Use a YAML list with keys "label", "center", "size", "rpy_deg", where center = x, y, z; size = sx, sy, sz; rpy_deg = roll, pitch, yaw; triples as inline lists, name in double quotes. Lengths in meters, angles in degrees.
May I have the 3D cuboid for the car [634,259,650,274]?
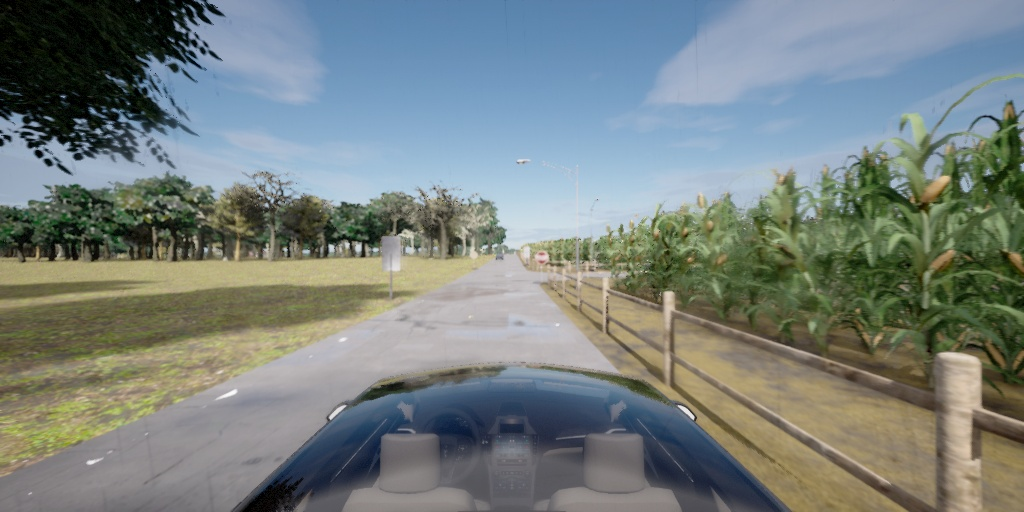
- label: "car"
  center: [13.865, 1.012, 33.359]
  size: [4.902, 1.511, 2.128]
  rpy_deg: [-1, 0, 0]
